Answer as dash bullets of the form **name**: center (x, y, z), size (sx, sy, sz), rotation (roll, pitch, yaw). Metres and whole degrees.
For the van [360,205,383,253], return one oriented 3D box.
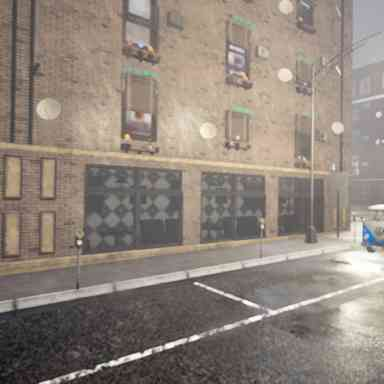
- **van**: center (7.850, 1.344, 12.247), size (3.998, 1.788, 1.690), rotation (0, 1, -35)
